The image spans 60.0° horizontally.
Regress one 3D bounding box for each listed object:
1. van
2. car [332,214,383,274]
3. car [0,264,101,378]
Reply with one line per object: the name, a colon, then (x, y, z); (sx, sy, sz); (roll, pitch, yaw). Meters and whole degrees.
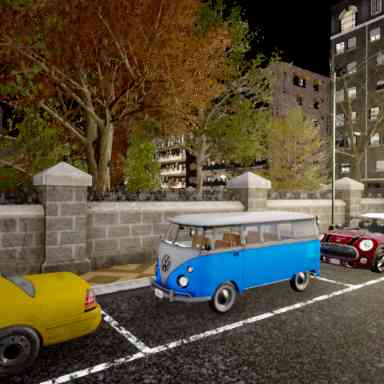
van: (1.106, 1.342, 7.328); (3.998, 1.788, 1.690); (0, 1, -35)
car: (5.678, 1.441, 10.583); (4.097, 1.590, 1.967); (0, 1, -35)
car: (-3.608, 1.525, 3.976); (4.829, 1.417, 1.752); (0, 1, -35)
